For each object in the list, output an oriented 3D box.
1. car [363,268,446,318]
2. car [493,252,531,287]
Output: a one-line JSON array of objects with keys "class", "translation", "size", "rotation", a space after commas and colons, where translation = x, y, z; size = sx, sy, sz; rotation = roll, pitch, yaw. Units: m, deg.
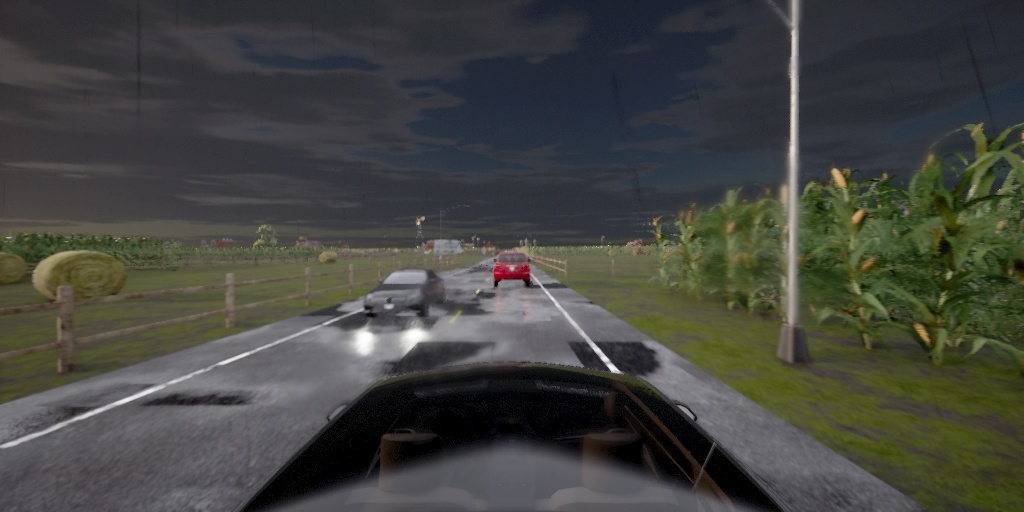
[{"class": "car", "translation": [-3.501, 1.161, 12.537], "size": [1.812, 1.442, 4.674], "rotation": [0, 0, 0]}, {"class": "car", "translation": [0.008, 0.744, 22.470], "size": [2.150, 2.045, 5.566], "rotation": [0, 1, 0]}]
